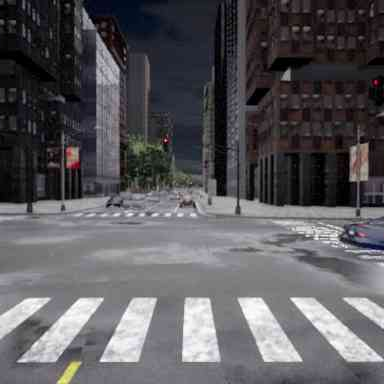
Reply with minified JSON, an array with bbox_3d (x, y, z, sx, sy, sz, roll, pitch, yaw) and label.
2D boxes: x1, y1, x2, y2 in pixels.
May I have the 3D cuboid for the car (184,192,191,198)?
[{"bbox_3d":[-1.095,0.762,83.638,1.837,1.490,4.892,0,0,0],"label":"car"}]

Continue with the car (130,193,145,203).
[{"bbox_3d":[-9.103,0.993,56.042,1.752,1.417,4.829,0,0,0],"label":"car"}]

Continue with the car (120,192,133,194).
[{"bbox_3d":[-9.060,0.868,45.358,2.192,1.841,5.009,0,0,0],"label":"car"}]

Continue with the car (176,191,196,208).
[{"bbox_3d":[-0.513,1.036,39.966,1.967,1.590,4.097,0,0,0],"label":"car"}]

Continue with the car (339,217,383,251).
[{"bbox_3d":[8.356,1.571,12.282,5.357,1.411,2.033,1,0,-3],"label":"car"}]

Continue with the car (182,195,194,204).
[{"bbox_3d":[-0.556,1.091,50.816,1.802,1.307,4.206,0,0,0],"label":"car"}]

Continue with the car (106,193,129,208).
[{"bbox_3d":[-9.037,1.162,39.935,1.947,1.339,4.313,0,0,0],"label":"car"}]

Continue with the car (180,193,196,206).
[{"bbox_3d":[-0.535,0.993,45.390,1.967,1.590,4.097,0,0,0],"label":"car"}]

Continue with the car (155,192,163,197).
[{"bbox_3d":[-9.258,0.726,94.192,1.887,1.381,4.507,0,0,0],"label":"car"}]

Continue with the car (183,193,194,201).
[{"bbox_3d":[-0.601,0.968,61.665,1.887,1.381,4.507,0,0,0],"label":"car"}]

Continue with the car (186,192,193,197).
[{"bbox_3d":[-0.734,0.726,94.214,1.887,1.381,4.507,0,0,0],"label":"car"}]

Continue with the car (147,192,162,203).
[{"bbox_3d":[-6.398,1.083,54.164,1.895,1.301,4.718,0,0,0],"label":"car"}]

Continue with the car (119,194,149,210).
[{"bbox_3d":[-6.357,1.221,37.005,1.895,1.301,4.718,0,0,0],"label":"car"}]

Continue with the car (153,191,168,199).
[{"bbox_3d":[-6.394,0.700,69.951,2.033,1.411,5.357,0,0,0],"label":"car"}]

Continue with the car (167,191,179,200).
[{"bbox_3d":[-3.380,0.986,66.569,1.895,1.301,4.718,0,0,0],"label":"car"}]

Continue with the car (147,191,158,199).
[{"bbox_3d":[-9.193,0.615,77.913,2.192,1.841,5.009,0,0,0],"label":"car"}]
